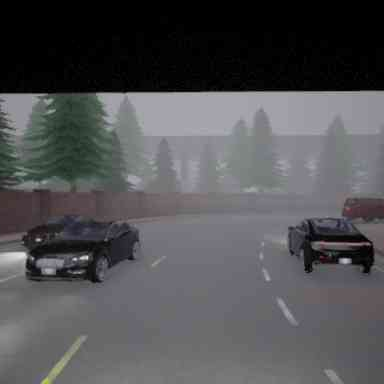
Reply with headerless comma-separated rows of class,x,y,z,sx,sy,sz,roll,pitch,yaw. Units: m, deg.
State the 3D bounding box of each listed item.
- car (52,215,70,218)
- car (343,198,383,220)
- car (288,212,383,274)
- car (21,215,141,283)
car,-5.655,1.729,15.091,1.994,1.385,4.181,0,-1,12
car,15.767,1.536,28.711,5.566,2.045,2.150,0,-2,-14
car,4.380,1.614,11.085,2.128,1.511,4.902,0,-1,9
car,-2.986,1.603,10.134,2.128,1.511,4.902,0,-1,8
